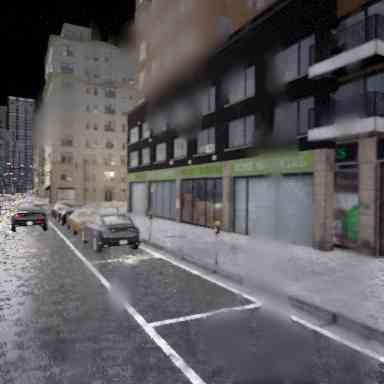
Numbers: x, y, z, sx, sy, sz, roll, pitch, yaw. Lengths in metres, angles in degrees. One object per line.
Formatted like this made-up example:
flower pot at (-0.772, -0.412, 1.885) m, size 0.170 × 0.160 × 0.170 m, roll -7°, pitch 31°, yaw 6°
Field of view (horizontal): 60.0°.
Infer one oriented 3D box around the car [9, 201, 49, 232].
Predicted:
car at (-9.803, 1.482, 20.063) m, size 1.837 × 1.490 × 4.892 m, roll 0°, pitch -1°, yaw -27°

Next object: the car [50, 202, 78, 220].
car at (-11.081, 1.568, 28.708) m, size 1.802 × 1.307 × 4.206 m, roll 0°, pitch 0°, yaw -27°

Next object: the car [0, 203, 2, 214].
car at (-19.081, 1.473, 31.447) m, size 1.812 × 1.442 × 4.674 m, roll 0°, pitch 0°, yaw -27°

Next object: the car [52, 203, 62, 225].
car at (-8.533, 1.558, 23.737) m, size 1.947 × 1.339 × 4.313 m, roll 0°, pitch 0°, yaw -27°

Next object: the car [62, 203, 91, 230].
car at (-6.063, 1.524, 18.917) m, size 1.752 × 1.417 × 4.829 m, roll 0°, pitch 0°, yaw -27°

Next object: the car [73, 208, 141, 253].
car at (-3.438, 1.556, 13.795) m, size 2.008 × 1.369 × 4.403 m, roll 0°, pitch 0°, yaw -27°
